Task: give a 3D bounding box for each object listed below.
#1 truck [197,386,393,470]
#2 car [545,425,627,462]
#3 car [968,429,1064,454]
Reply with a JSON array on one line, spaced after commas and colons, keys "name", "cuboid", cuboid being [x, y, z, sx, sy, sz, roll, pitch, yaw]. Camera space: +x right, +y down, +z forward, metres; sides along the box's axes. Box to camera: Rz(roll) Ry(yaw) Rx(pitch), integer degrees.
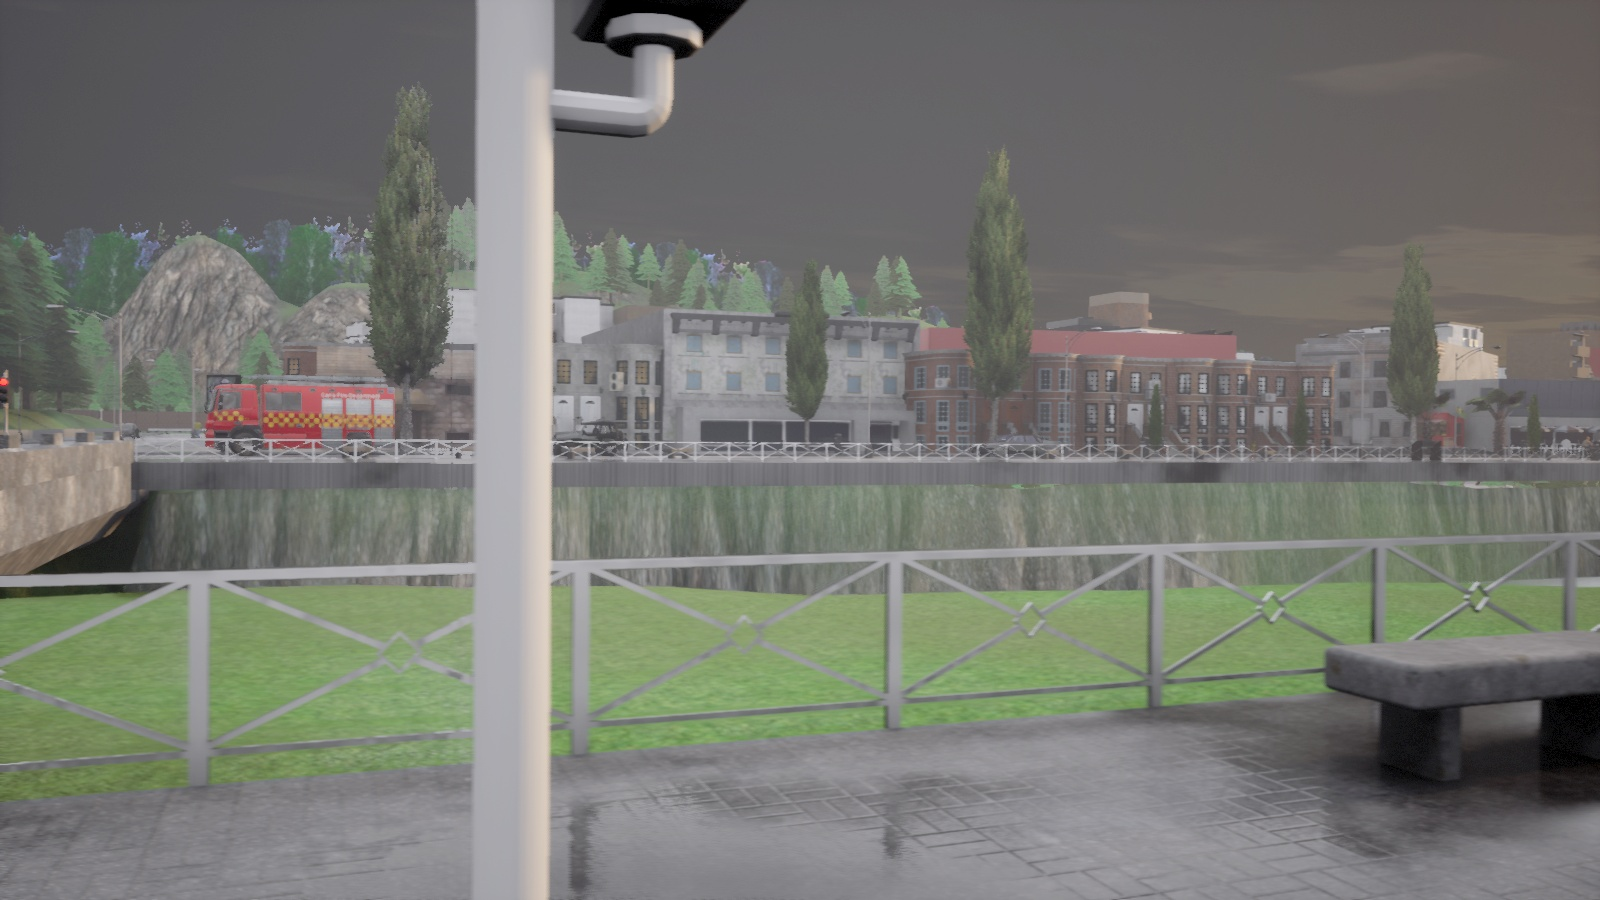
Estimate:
[{"name": "truck", "cuboid": [-24.177, -1.085, 60.205, 8.468, 3.827, 2.891, -1, 1, -26]}, {"name": "car", "cuboid": [-11.172, -0.359, 65.469, 3.866, 1.878, 1.905, -1, 1, -21]}, {"name": "car", "cuboid": [12.828, -0.532, 74.593, 5.357, 1.411, 2.033, -1, 1, -21]}]
